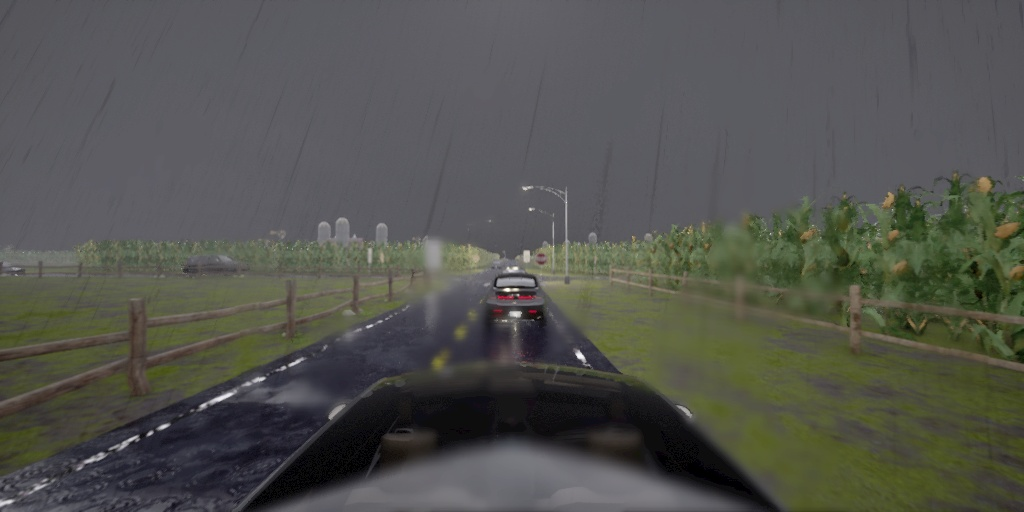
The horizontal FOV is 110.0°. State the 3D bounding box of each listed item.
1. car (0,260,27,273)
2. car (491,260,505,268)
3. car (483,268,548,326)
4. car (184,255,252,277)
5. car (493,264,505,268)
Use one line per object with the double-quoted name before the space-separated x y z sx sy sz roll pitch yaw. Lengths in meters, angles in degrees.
"car" -50.853 1.138 35.183 4.902 1.511 2.128 0 -1 1
"car" -2.715 1.598 64.091 2.033 1.411 5.357 0 0 1
"car" 0.110 1.309 11.882 1.837 1.490 4.892 0 0 0
"car" -28.496 0.971 34.838 5.566 2.045 2.150 0 -1 0
"car" 0.155 1.403 21.769 2.033 1.411 5.357 0 0 1
